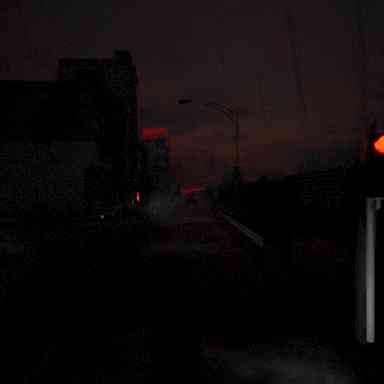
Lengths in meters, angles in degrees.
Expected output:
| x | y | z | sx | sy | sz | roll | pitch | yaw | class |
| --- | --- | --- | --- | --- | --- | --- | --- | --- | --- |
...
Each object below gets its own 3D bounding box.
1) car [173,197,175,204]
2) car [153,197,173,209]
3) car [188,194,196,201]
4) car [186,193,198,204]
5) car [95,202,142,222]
| x | y | z | sx | sy | sz | roll | pitch | yaw | class |
| --- | --- | --- | --- | --- | --- | --- | --- | --- | --- |
| -4.110 | 1.601 | 61.390 | 1.895 | 1.301 | 4.718 | 0 | 0 | 0 | car |
| -4.130 | 1.489 | 44.380 | 2.128 | 1.511 | 4.902 | 0 | 0 | 0 | car |
| -0.064 | 1.310 | 76.718 | 1.882 | 1.535 | 5.008 | 0 | 0 | 0 | car |
| -0.053 | 1.221 | 66.327 | 2.150 | 2.045 | 5.566 | 0 | 0 | 0 | car |
| -5.658 | 1.525 | 26.297 | 1.812 | 1.442 | 4.674 | 1 | 0 | 21 | car |
